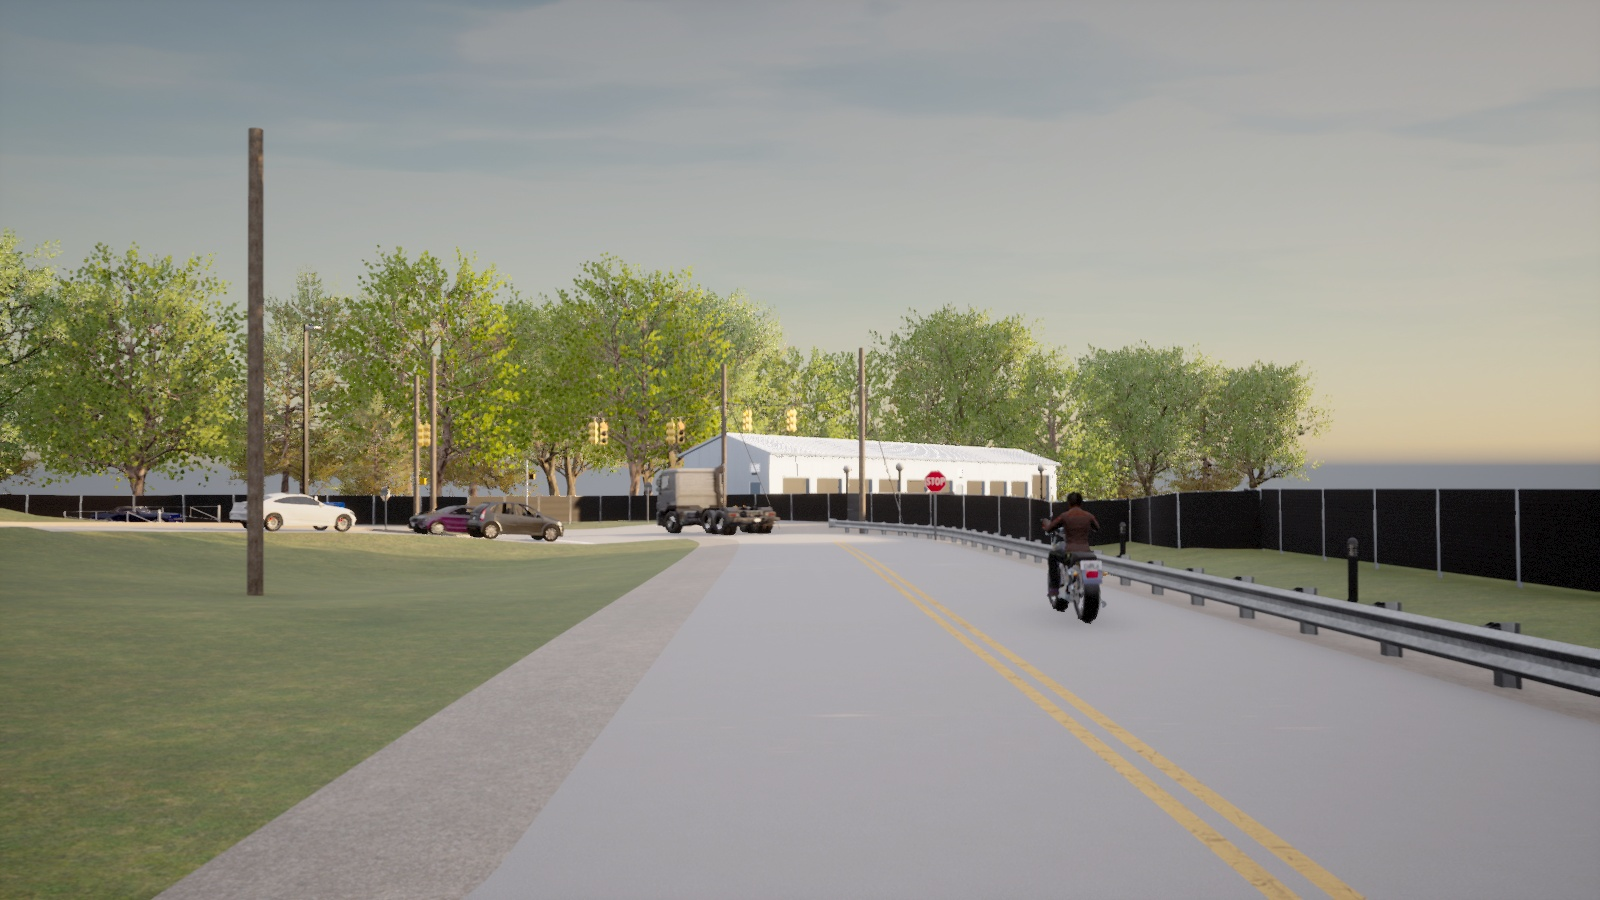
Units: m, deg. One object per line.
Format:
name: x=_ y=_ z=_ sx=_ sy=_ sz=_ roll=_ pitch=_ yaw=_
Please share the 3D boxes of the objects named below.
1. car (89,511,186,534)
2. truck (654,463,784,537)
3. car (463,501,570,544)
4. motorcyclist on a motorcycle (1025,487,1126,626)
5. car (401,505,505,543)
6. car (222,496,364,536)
car: x=-39.161 y=4.288 z=74.324 sx=4.718 sy=1.301 sz=1.895 roll=0 pitch=-1 yaw=-3
truck: x=-4.236 y=2.539 z=63.358 sx=2.891 sy=3.462 sz=7.936 roll=0 pitch=-3 yaw=-34
car: x=-12.179 y=3.110 z=53.944 sx=3.988 sy=1.617 sz=1.851 roll=5 pitch=-4 yaw=-33
motorcyclist on a motorcycle: x=3.509 y=1.327 z=16.235 sx=0.766 sy=1.649 sz=2.350 roll=-1 pitch=-2 yaw=0
car: x=-15.949 y=3.403 z=57.831 sx=4.193 sy=1.474 sz=1.816 roll=8 pitch=-7 yaw=-43
car: x=-19.326 y=2.538 z=48.029 sx=1.812 sy=1.442 sz=4.674 roll=-1 pitch=-4 yaw=39
